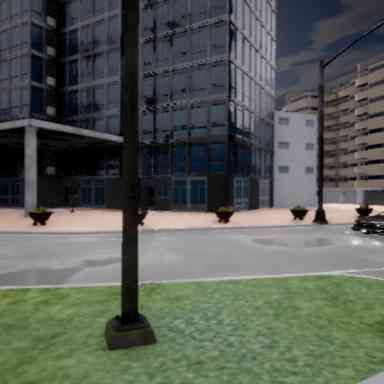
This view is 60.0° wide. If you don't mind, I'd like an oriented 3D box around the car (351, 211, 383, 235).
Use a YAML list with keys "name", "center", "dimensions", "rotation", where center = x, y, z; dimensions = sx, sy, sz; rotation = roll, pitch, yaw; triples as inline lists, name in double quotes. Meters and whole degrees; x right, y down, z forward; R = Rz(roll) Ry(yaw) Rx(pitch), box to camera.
- name: "car"
  center: [10.689, 1.463, 16.591]
  dimensions: [5.357, 1.411, 2.033]
  rotation: [0, 1, -18]
